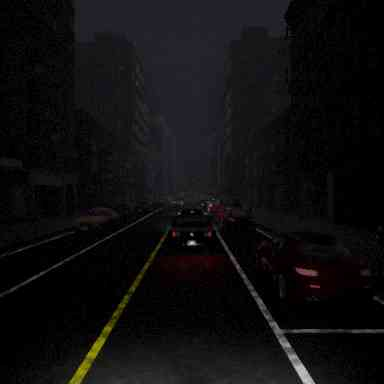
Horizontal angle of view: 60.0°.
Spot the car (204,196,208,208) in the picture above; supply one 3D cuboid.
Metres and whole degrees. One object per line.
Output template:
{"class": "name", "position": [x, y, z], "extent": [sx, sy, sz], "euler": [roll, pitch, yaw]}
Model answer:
{"class": "car", "position": [2.638, 1.423, 36.310], "extent": [1.967, 1.590, 4.097], "euler": [0, 0, 0]}

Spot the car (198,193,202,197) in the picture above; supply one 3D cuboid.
{"class": "car", "position": [2.638, 1.484, 70.567], "extent": [1.752, 1.417, 4.829], "euler": [0, 0, 0]}

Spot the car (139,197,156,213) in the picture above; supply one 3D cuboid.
{"class": "car", "position": [-5.387, 1.549, 36.305], "extent": [1.947, 1.339, 4.313], "euler": [0, 0, 0]}

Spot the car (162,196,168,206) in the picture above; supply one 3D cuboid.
{"class": "car", "position": [-5.387, 1.412, 53.351], "extent": [1.967, 1.590, 4.097], "euler": [0, 0, 0]}

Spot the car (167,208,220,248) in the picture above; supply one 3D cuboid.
{"class": "car", "position": [0.000, 1.613, 14.680], "extent": [1.895, 1.301, 4.718], "euler": [0, 0, 0]}

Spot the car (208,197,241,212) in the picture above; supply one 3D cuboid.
{"class": "car", "position": [2.638, 1.305, 24.948], "extent": [2.192, 1.841, 5.009], "euler": [0, 0, 0]}

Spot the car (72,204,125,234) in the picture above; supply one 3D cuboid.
{"class": "car", "position": [-5.388, 1.519, 19.090], "extent": [1.752, 1.417, 4.829], "euler": [0, 0, 0]}

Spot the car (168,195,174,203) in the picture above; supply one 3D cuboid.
{"class": "car", "position": [-5.387, 1.541, 70.396], "extent": [1.802, 1.307, 4.206], "euler": [0, 0, 0]}

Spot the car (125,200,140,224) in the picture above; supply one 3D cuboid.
{"class": "car", "position": [-5.387, 1.556, 24.942], "extent": [1.947, 1.339, 4.313], "euler": [0, 0, 0]}

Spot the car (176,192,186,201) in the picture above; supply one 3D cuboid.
{"class": "car", "position": [-2.750, 1.167, 76.713], "extent": [2.150, 2.045, 5.566], "euler": [0, 0, 0]}

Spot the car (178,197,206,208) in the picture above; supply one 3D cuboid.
{"class": "car", "position": [0.000, 1.473, 29.649], "extent": [1.882, 1.535, 5.008], "euler": [0, 0, 0]}

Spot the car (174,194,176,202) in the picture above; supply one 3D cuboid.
{"class": "car", "position": [-5.387, 1.505, 76.078], "extent": [2.008, 1.369, 4.403], "euler": [0, 0, 0]}

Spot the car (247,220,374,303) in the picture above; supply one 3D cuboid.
{"class": "car", "position": [2.637, 1.579, 7.903], "extent": [1.802, 1.307, 4.206], "euler": [0, 0, 0]}

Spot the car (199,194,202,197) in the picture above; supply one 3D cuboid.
{"class": "car", "position": [2.638, 1.534, 59.035], "extent": [1.947, 1.339, 4.313], "euler": [0, 0, 0]}

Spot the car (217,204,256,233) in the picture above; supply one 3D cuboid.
{"class": "car", "position": [2.638, 1.576, 19.266], "extent": [1.802, 1.307, 4.206], "euler": [0, 0, 0]}

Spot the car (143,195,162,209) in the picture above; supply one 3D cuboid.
{"class": "car", "position": [-5.387, 1.294, 41.987], "extent": [2.192, 1.841, 5.009], "euler": [0, 0, 0]}
